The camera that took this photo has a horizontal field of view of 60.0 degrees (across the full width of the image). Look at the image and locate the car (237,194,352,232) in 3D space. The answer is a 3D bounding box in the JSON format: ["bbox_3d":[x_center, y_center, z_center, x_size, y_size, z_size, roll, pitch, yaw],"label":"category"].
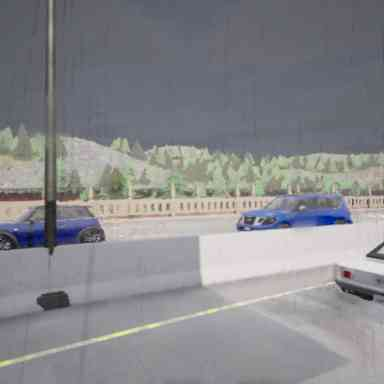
[{"bbox_3d":[4.649,1.128,14.779,5.566,2.045,2.150,0,0,-29],"label":"car"}]

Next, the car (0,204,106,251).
[{"bbox_3d":[-5.706,1.290,12.559,4.553,1.767,2.097,0,0,-33],"label":"car"}]

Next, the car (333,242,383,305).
[{"bbox_3d":[5.160,1.548,6.779,4.718,1.301,1.895,0,0,-30],"label":"car"}]
